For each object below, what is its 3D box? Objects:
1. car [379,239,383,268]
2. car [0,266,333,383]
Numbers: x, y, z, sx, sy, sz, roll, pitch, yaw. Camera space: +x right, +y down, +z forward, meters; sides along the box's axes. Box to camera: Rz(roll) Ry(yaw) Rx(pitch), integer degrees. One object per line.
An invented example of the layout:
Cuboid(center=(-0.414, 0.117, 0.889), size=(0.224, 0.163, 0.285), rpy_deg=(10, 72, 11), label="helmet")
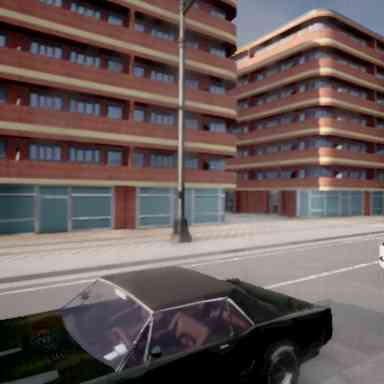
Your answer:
Cuboid(center=(7.531, 1.310, 9.355), size=(5.566, 2.045, 2.150), rpy_deg=(1, 0, -36), label="car")
Cuboid(center=(-0.634, 1.612, 3.537), size=(4.718, 1.301, 1.895), rpy_deg=(1, 0, -35), label="car")
